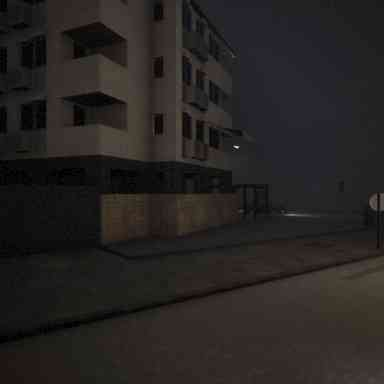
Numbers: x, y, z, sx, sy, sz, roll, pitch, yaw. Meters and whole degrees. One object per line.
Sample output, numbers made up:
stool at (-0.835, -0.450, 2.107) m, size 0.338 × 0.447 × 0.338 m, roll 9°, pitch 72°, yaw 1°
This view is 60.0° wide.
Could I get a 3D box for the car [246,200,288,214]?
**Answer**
car at (7.505, 1.547, 35.411) m, size 2.033 × 1.411 × 5.357 m, roll 0°, pitch 0°, yaw -35°
